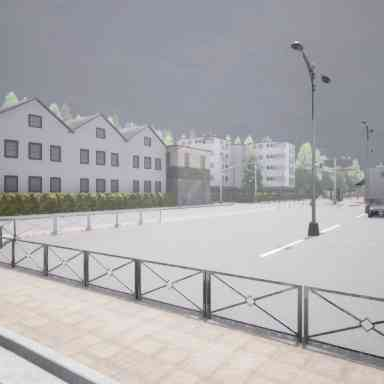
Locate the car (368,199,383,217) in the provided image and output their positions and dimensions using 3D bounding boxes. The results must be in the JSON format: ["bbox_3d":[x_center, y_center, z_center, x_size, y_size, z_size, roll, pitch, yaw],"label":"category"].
[{"bbox_3d":[15.450,1.298,26.786,2.007,1.523,4.514,0,0,35],"label":"car"}]
